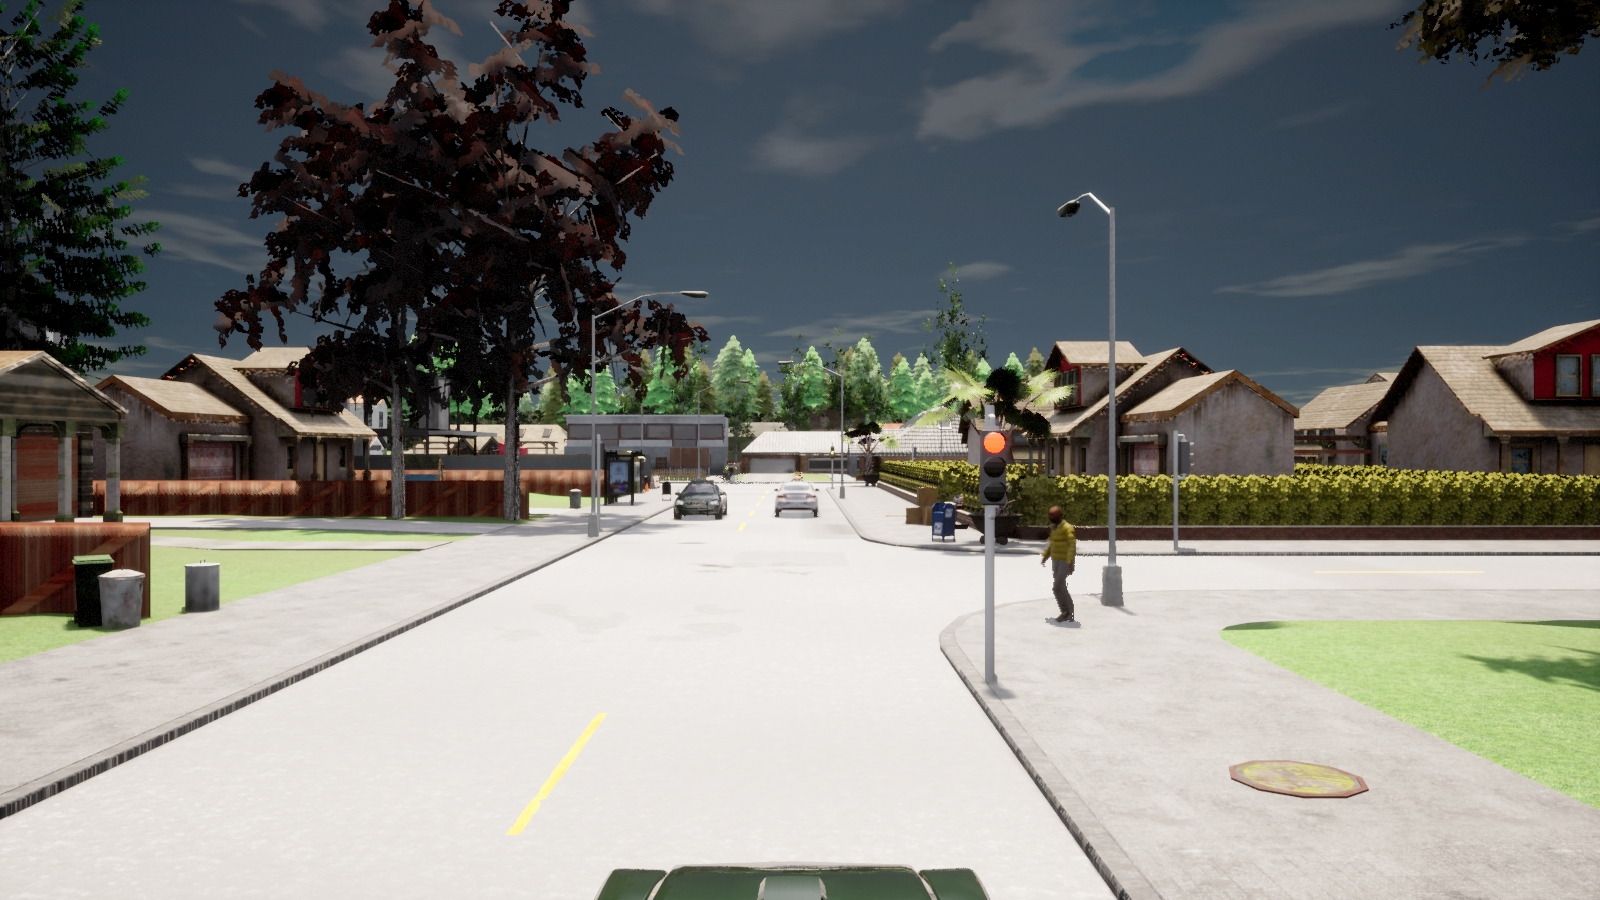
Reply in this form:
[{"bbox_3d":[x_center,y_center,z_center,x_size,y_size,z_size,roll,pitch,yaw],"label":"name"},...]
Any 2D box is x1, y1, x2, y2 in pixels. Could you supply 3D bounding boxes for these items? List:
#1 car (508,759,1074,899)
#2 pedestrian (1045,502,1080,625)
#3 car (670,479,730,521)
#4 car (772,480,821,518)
[{"bbox_3d":[-0.028,2.155,3.193,1.895,1.301,4.718,0,0,0],"label":"car"},{"bbox_3d":[4.066,1.743,17.701,0.375,1.860,0.375,0,0,-21],"label":"pedestrian"},{"bbox_3d":[-4.107,2.038,47.608,2.038,1.542,4.974,0,0,0],"label":"car"},{"bbox_3d":[-0.142,2.082,49.798,2.002,1.442,4.674,0,0,0],"label":"car"}]
